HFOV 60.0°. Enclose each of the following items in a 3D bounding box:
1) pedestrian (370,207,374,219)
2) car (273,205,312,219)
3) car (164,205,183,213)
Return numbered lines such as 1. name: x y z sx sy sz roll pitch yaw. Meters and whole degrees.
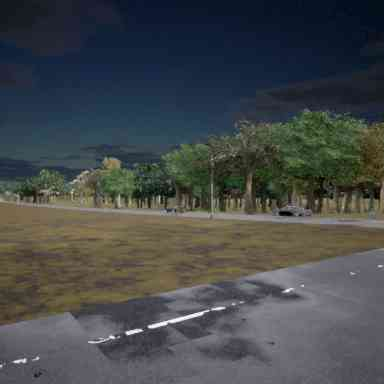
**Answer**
1. pedestrian: 19.291 2.202 35.573 0.375 1.300 0.375 -2 1 -33
2. car: 11.910 2.347 39.728 2.128 1.511 4.902 1 -2 -33
3. car: -3.518 3.261 63.086 1.837 1.490 4.892 1 -2 -33
